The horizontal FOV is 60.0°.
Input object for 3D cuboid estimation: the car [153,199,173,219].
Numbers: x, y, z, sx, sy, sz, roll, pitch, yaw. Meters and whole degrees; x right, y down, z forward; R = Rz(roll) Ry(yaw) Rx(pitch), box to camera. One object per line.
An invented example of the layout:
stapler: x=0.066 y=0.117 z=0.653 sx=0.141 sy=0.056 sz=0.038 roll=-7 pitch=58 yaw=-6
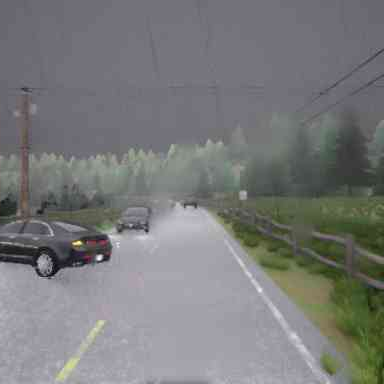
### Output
car: x=-3.290 y=1.733 z=31.443 sx=2.128 sy=1.511 sz=4.902 roll=0 pitch=0 yaw=0

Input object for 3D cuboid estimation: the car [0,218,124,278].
car: x=-4.757 y=1.557 z=10.248 sx=4.892 sy=1.490 sz=1.837 roll=0 pitch=-4 yaw=25

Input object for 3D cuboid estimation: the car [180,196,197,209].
car: x=-0.349 y=1.641 z=54.763 sx=2.150 sy=2.045 sz=5.566 roll=0 pitch=0 yaw=-3

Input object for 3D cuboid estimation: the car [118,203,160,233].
car: x=-3.379 y=1.666 z=21.043 sx=1.837 sy=1.490 sz=4.892 roll=0 pitch=0 yaw=1

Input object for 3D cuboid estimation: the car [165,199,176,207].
car: x=-3.934 y=1.991 z=60.173 sx=1.812 sy=1.442 sz=4.674 roll=0 pitch=-1 yaw=-4

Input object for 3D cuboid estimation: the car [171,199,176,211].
car: x=-3.360 y=1.860 z=43.714 sx=1.812 sy=1.442 sz=4.674 roll=0 pitch=0 yaw=-1

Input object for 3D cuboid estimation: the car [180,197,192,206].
car: x=-1.220 y=1.860 z=66.417 sx=2.097 sy=1.767 sz=4.553 roll=0 pitch=0 yaw=-6
